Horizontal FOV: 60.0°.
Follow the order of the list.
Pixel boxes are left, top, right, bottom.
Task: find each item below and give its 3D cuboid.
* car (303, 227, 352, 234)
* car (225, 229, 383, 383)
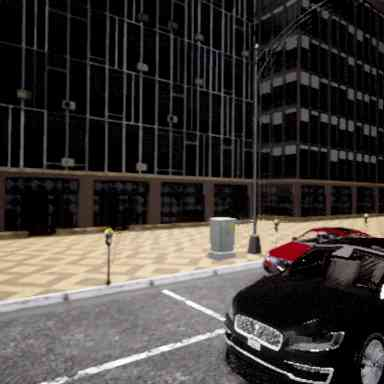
[{"bbox_3d":[3.849,1.655,9.293,4.206,1.307,1.802,1,0,-35],"label":"car"},{"bbox_3d":[2.705,1.550,5.303,4.892,1.490,1.837,1,0,-35],"label":"car"}]
